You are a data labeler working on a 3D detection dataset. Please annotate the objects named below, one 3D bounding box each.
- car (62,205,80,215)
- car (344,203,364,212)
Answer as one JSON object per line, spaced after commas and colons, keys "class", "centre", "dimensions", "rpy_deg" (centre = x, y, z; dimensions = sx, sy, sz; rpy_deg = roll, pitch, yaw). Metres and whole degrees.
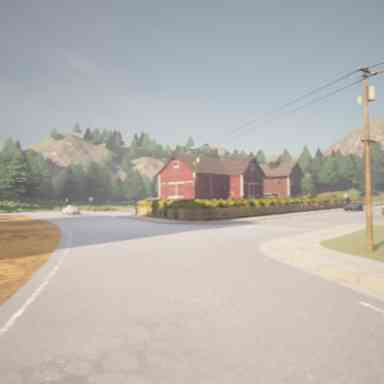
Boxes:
{"class": "car", "centre": [-18.771, 2.789, 51.631], "dimensions": [1.812, 1.442, 4.674], "rpy_deg": [0, -2, -34]}
{"class": "car", "centre": [25.773, 2.400, 52.863], "dimensions": [2.033, 1.411, 5.357], "rpy_deg": [-2, -2, 40]}
